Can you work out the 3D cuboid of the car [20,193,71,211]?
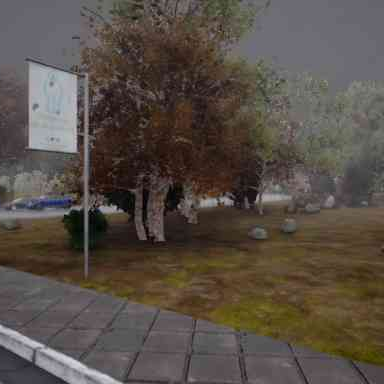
[{"bbox_3d":[-17.145,1.207,40.194,2.150,2.045,5.566,0,1,39],"label":"car"}]

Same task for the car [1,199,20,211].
[{"bbox_3d":[-20.865,1.498,41.145,1.837,1.490,4.892,0,0,38],"label":"car"}]

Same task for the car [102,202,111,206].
[{"bbox_3d":[-11.940,1.300,52.584,2.097,1.767,4.553,0,0,37],"label":"car"}]
